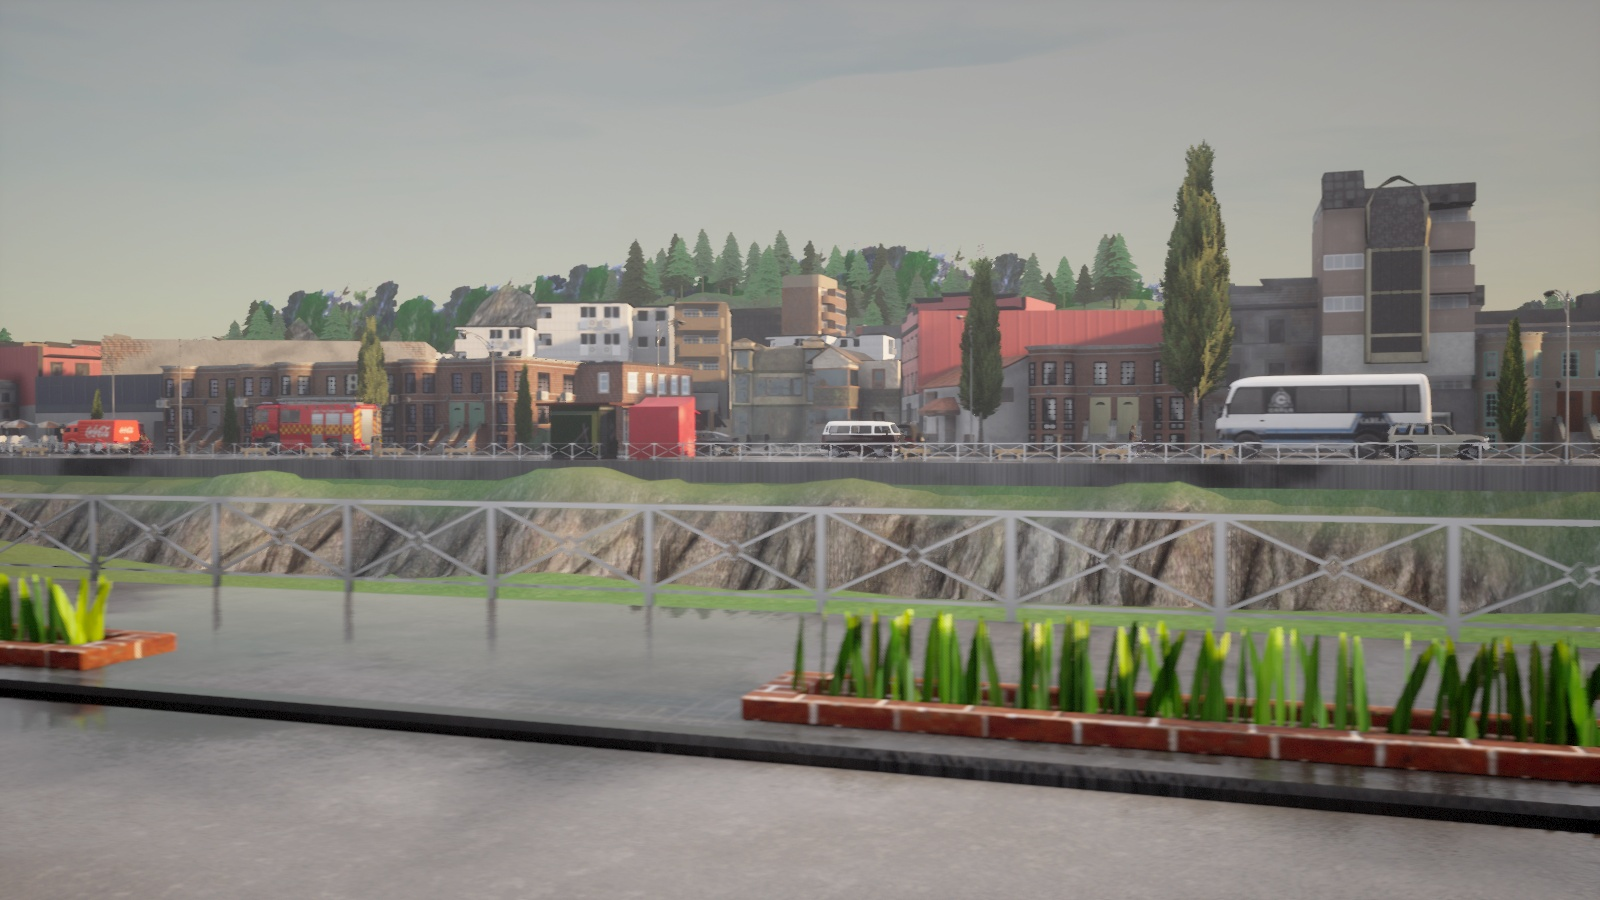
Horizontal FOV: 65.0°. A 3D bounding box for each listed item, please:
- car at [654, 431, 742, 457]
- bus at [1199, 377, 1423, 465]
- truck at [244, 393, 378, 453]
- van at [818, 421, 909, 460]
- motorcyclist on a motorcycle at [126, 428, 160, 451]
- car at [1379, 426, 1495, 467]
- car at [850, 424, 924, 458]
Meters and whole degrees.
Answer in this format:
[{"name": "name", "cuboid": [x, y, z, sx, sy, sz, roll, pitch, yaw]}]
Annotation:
[{"name": "car", "cuboid": [-6.093, -0.394, 75.089, 4.892, 1.490, 1.837, 1, 1, 19]}, {"name": "bus", "cuboid": [25.892, -1.483, 64.317, 10.273, 4.253, 3.944, 1, 1, 19]}, {"name": "truck", "cuboid": [-32.705, -1.807, 84.017, 8.468, 3.827, 2.891, 1, 1, 19]}, {"name": "van", "cuboid": [3.412, -0.521, 67.671, 4.480, 2.038, 2.069, 1, 1, 19]}, {"name": "motorcyclist on a motorcycle", "cuboid": [-43.656, -0.693, 83.495, 2.044, 1.523, 0.797, 1, 1, 19]}, {"name": "car", "cuboid": [29.763, -0.187, 58.815, 4.605, 1.855, 1.932, 1, 1, 19]}, {"name": "car", "cuboid": [4.943, -0.502, 71.376, 3.866, 1.878, 1.905, 1, 1, 19]}]
